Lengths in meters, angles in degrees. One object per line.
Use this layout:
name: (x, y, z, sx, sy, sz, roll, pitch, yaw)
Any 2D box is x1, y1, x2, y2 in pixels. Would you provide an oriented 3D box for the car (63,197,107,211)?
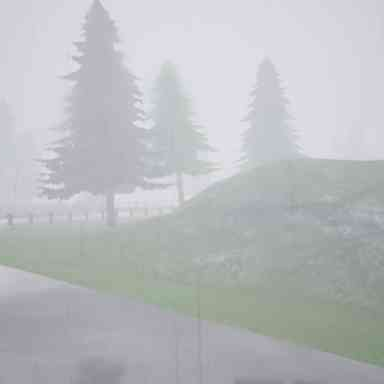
car: (-10.990, 1.220, 34.581, 4.553, 1.767, 2.097, 0, 0, -42)
